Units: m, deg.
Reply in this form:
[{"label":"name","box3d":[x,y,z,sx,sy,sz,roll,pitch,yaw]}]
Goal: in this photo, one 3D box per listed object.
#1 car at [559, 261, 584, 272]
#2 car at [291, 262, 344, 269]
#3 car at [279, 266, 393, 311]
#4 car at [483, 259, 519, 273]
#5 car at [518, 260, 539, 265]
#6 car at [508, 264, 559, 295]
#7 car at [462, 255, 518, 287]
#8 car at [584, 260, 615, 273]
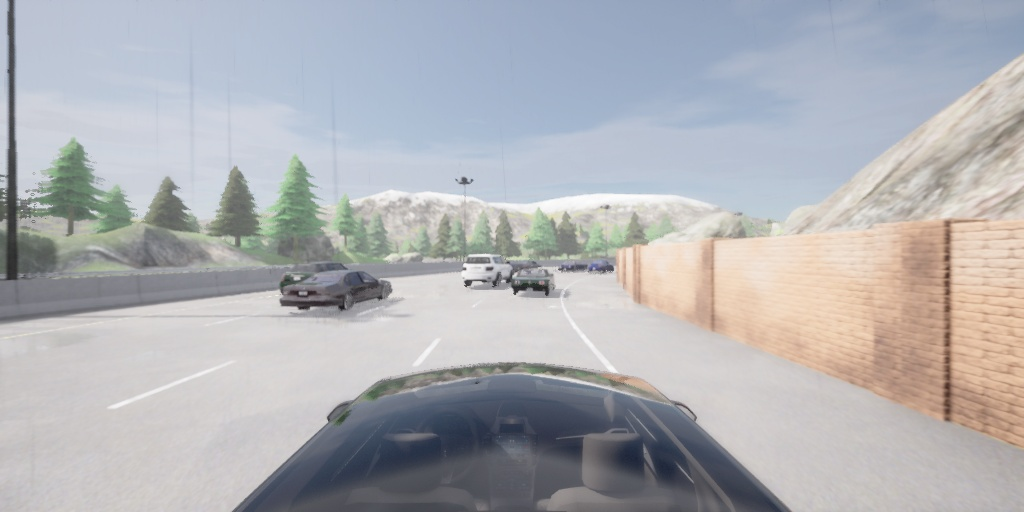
[{"label":"car","box3d":[7.531,1.261,43.811,1.895,1.301,4.718,0,0,36]},{"label":"car","box3d":[-9.559,1.067,18.580,2.097,1.767,4.553,0,0,8]},{"label":"car","box3d":[-6.663,1.271,14.321,2.033,1.411,5.357,0,0,5]},{"label":"car","box3d":[-1.174,1.142,42.305,1.882,1.535,5.008,-1,0,30]},{"label":"car","box3d":[1.921,1.193,40.725,1.812,1.442,4.674,-1,0,30]},{"label":"car","box3d":[1.303,1.313,19.497,1.895,1.301,4.718,0,0,11]},{"label":"car","box3d":[-1.482,0.925,23.928,2.150,2.045,5.566,0,0,14]},{"label":"car","box3d":[10.277,1.192,41.064,1.812,1.442,4.674,-1,0,34]}]
